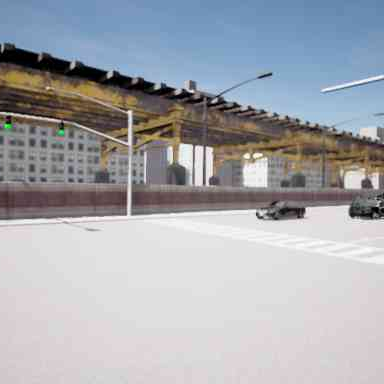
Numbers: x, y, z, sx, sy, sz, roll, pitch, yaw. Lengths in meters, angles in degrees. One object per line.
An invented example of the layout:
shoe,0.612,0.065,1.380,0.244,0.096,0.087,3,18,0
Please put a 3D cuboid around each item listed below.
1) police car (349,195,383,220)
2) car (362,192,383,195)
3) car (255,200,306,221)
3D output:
police car,14.562,1.329,26.918,5.238,1.638,1.930,0,1,-38
car,18.855,1.090,34.757,5.566,2.045,2.150,-1,2,-38
car,6.902,1.347,25.567,4.674,1.442,1.812,0,1,-38
